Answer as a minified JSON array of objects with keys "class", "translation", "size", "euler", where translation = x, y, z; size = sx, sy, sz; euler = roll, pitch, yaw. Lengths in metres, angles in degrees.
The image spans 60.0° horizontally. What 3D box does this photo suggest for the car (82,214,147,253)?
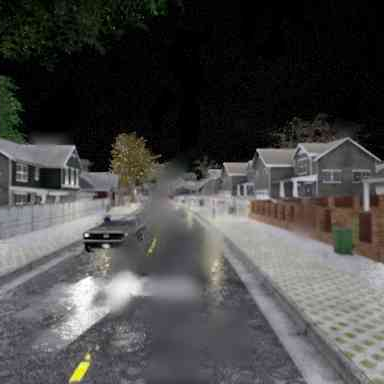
[{"class":"car","translation":[-3.084,1.620,13.988],"size":[1.895,1.301,4.718],"euler":[0,0,-2]}]
